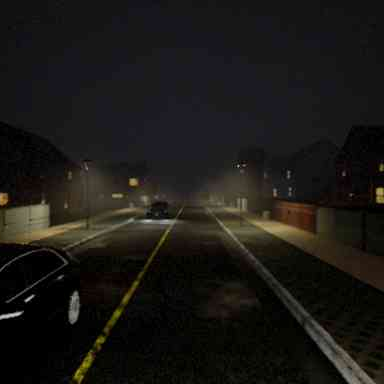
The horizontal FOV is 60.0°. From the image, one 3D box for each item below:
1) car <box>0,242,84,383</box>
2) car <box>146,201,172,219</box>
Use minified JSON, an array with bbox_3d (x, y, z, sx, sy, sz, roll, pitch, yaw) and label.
[{"bbox_3d":[-2.838,1.501,4.090,1.837,1.490,4.892,0,0,0],"label":"car"},{"bbox_3d":[-2.779,1.516,28.845,1.812,1.442,4.674,0,0,1],"label":"car"}]
